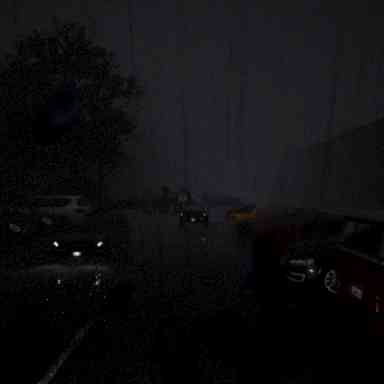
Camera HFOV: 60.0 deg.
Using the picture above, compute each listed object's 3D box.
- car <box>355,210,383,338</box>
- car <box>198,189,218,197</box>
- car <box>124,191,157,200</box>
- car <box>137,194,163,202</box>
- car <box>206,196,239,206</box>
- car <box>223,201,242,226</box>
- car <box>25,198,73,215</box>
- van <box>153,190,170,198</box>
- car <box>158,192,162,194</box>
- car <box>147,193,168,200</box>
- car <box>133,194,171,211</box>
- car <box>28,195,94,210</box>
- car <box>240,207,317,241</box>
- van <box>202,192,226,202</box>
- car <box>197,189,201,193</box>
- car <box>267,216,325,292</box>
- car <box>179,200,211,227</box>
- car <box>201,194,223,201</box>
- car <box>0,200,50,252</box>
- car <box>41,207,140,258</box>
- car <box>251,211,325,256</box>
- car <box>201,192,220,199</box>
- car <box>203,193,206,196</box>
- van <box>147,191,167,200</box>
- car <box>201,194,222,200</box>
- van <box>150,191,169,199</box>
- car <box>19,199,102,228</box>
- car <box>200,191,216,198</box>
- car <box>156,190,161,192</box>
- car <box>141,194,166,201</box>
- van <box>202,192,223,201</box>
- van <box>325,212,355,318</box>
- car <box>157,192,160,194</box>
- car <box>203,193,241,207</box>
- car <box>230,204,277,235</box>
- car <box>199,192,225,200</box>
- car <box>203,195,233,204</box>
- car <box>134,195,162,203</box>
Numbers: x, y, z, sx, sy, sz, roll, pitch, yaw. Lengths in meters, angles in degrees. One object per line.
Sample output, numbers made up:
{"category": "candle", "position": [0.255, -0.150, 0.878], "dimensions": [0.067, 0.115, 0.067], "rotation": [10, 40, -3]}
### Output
{"category": "car", "position": [4.568, 1.227, 2.370], "dimensions": [5.566, 2.045, 2.435], "rotation": [0, 0, 0]}
{"category": "car", "position": [4.419, 0.949, 62.000], "dimensions": [5.566, 2.045, 2.435], "rotation": [0, 0, 0]}
{"category": "car", "position": [-8.187, 1.105, 50.695], "dimensions": [4.553, 1.767, 2.185], "rotation": [0, 0, 0]}
{"category": "car", "position": [-8.149, 1.222, 64.689], "dimensions": [4.792, 1.488, 2.163], "rotation": [0, 0, 0]}
{"category": "car", "position": [4.352, 1.279, 47.872], "dimensions": [4.674, 1.452, 2.002], "rotation": [0, 0, 0]}
{"category": "car", "position": [4.724, 1.461, 19.070], "dimensions": [5.366, 1.575, 1.946], "rotation": [0, 0, 0]}
{"category": "car", "position": [-8.572, 1.341, 16.162], "dimensions": [4.553, 1.767, 2.185], "rotation": [0, 0, 0]}
{"category": "van", "position": [-8.219, 0.575, 90.242], "dimensions": [4.442, 1.987, 1.878], "rotation": [0, 1, 0]}
{"category": "car", "position": [-8.201, 1.209, 59.167], "dimensions": [4.892, 1.521, 2.231], "rotation": [0, 0, 0]}
{"category": "car", "position": [-8.168, 1.061, 78.955], "dimensions": [4.792, 1.488, 2.163], "rotation": [0, 1, 0]}
{"category": "car", "position": [-3.846, 1.320, 37.537], "dimensions": [4.892, 1.490, 1.837], "rotation": [0, -2, -19]}
{"category": "car", "position": [-8.570, 1.213, 19.072], "dimensions": [5.566, 2.045, 2.435], "rotation": [0, 0, 0]}
{"category": "car", "position": [4.536, 1.509, 13.503], "dimensions": [4.674, 1.452, 2.002], "rotation": [0, 0, 0]}
{"category": "van", "position": [4.282, 0.967, 64.826], "dimensions": [4.442, 1.987, 1.878], "rotation": [0, 0, 0]}
{"category": "car", "position": [4.429, 0.607, 87.445], "dimensions": [5.566, 2.045, 2.435], "rotation": [0, 1, 0]}
{"category": "car", "position": [4.546, 1.474, 7.937], "dimensions": [4.892, 1.521, 2.231], "rotation": [0, 0, 0]}
{"category": "car", "position": [0.204, 1.507, 22.486], "dimensions": [1.812, 1.442, 4.674], "rotation": [0, 0, 4]}
{"category": "car", "position": [4.418, 1.181, 73.317], "dimensions": [4.674, 1.452, 2.002], "rotation": [0, 1, 0]}
{"category": "car", "position": [-8.572, 1.343, 13.377], "dimensions": [4.553, 1.767, 2.185], "rotation": [0, 0, 0]}
{"category": "car", "position": [-3.582, 1.536, 13.004], "dimensions": [2.033, 1.411, 5.357], "rotation": [0, 0, 0]}
{"category": "car", "position": [4.568, 1.500, 10.720], "dimensions": [4.792, 1.488, 2.163], "rotation": [0, 0, 0]}
{"category": "car", "position": [4.411, 0.847, 81.798], "dimensions": [4.553, 1.767, 2.185], "rotation": [0, 1, 0]}
{"category": "car", "position": [4.359, 1.271, 50.698], "dimensions": [4.674, 1.452, 2.002], "rotation": [0, 0, 0]}
{"category": "van", "position": [-8.026, 0.863, 76.123], "dimensions": [4.442, 1.987, 1.878], "rotation": [0, 1, 0]}
{"category": "car", "position": [4.431, 1.128, 76.151], "dimensions": [4.674, 1.452, 2.002], "rotation": [0, 1, 0]}
{"category": "van", "position": [-8.237, 0.691, 84.593], "dimensions": [4.442, 1.987, 1.878], "rotation": [0, 1, 0]}
{"category": "car", "position": [-8.510, 1.336, 21.857], "dimensions": [4.553, 1.767, 2.185], "rotation": [0, 0, 0]}
{"category": "car", "position": [4.441, 0.617, 93.098], "dimensions": [4.553, 1.767, 2.185], "rotation": [0, 1, 0]}
{"category": "car", "position": [-8.142, 0.933, 67.512], "dimensions": [5.566, 2.045, 2.435], "rotation": [0, 0, 0]}
{"category": "car", "position": [-8.157, 1.173, 70.348], "dimensions": [5.008, 1.535, 2.097], "rotation": [0, 0, 0]}
{"category": "van", "position": [4.296, 0.948, 70.357], "dimensions": [4.442, 1.987, 1.878], "rotation": [0, 0, 0]}
{"category": "van", "position": [4.656, 1.250, 5.029], "dimensions": [4.442, 1.987, 1.878], "rotation": [0, 0, 0]}
{"category": "car", "position": [-8.205, 1.223, 53.395], "dimensions": [5.008, 1.535, 2.097], "rotation": [0, 0, 0]}
{"category": "car", "position": [4.318, 1.276, 45.046], "dimensions": [4.792, 1.488, 2.163], "rotation": [0, 0, 0]}
{"category": "car", "position": [4.510, 1.496, 16.287], "dimensions": [4.792, 1.488, 2.163], "rotation": [0, 0, 0]}
{"category": "car", "position": [4.183, 1.220, 53.524], "dimensions": [5.366, 1.575, 1.946], "rotation": [0, 0, 0]}
{"category": "car", "position": [4.381, 1.215, 56.350], "dimensions": [5.008, 1.535, 2.097], "rotation": [0, 0, 0]}
{"category": "car", "position": [-8.157, 1.230, 61.865], "dimensions": [4.792, 1.488, 2.163], "rotation": [0, 0, 0]}
